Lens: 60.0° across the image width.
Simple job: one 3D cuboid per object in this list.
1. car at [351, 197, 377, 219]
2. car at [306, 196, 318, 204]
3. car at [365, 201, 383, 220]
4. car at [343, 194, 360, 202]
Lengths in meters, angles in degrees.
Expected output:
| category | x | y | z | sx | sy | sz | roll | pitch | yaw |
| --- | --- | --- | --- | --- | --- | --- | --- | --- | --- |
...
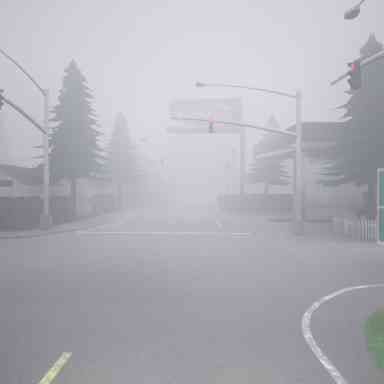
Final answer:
| category | x | y | z | sx | sy | sz | roll | pitch | yaw |
| --- | --- | --- | --- | --- | --- | --- | --- | --- | --- |
| car | 14.465 | 1.504 | 24.923 | 3.866 | 1.878 | 1.905 | 0 | 0 | 0 |
| car | 22.753 | 1.552 | 63.957 | 1.970 | 1.475 | 3.806 | 0 | 0 | 0 |
| car | 18.814 | 1.671 | 30.576 | 4.611 | 1.667 | 2.242 | 0 | 0 | 0 |
| car | 35.187 | 1.489 | 71.700 | 2.007 | 1.523 | 4.514 | 0 | 0 | 0 |
